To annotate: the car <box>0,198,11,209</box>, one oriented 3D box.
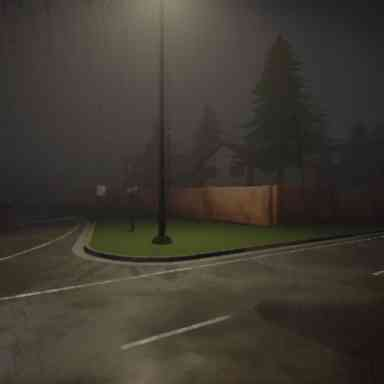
[{"bbox_3d":[-25.020,1.492,43.020,4.674,1.442,1.812,0,0,42],"label":"car"}]
